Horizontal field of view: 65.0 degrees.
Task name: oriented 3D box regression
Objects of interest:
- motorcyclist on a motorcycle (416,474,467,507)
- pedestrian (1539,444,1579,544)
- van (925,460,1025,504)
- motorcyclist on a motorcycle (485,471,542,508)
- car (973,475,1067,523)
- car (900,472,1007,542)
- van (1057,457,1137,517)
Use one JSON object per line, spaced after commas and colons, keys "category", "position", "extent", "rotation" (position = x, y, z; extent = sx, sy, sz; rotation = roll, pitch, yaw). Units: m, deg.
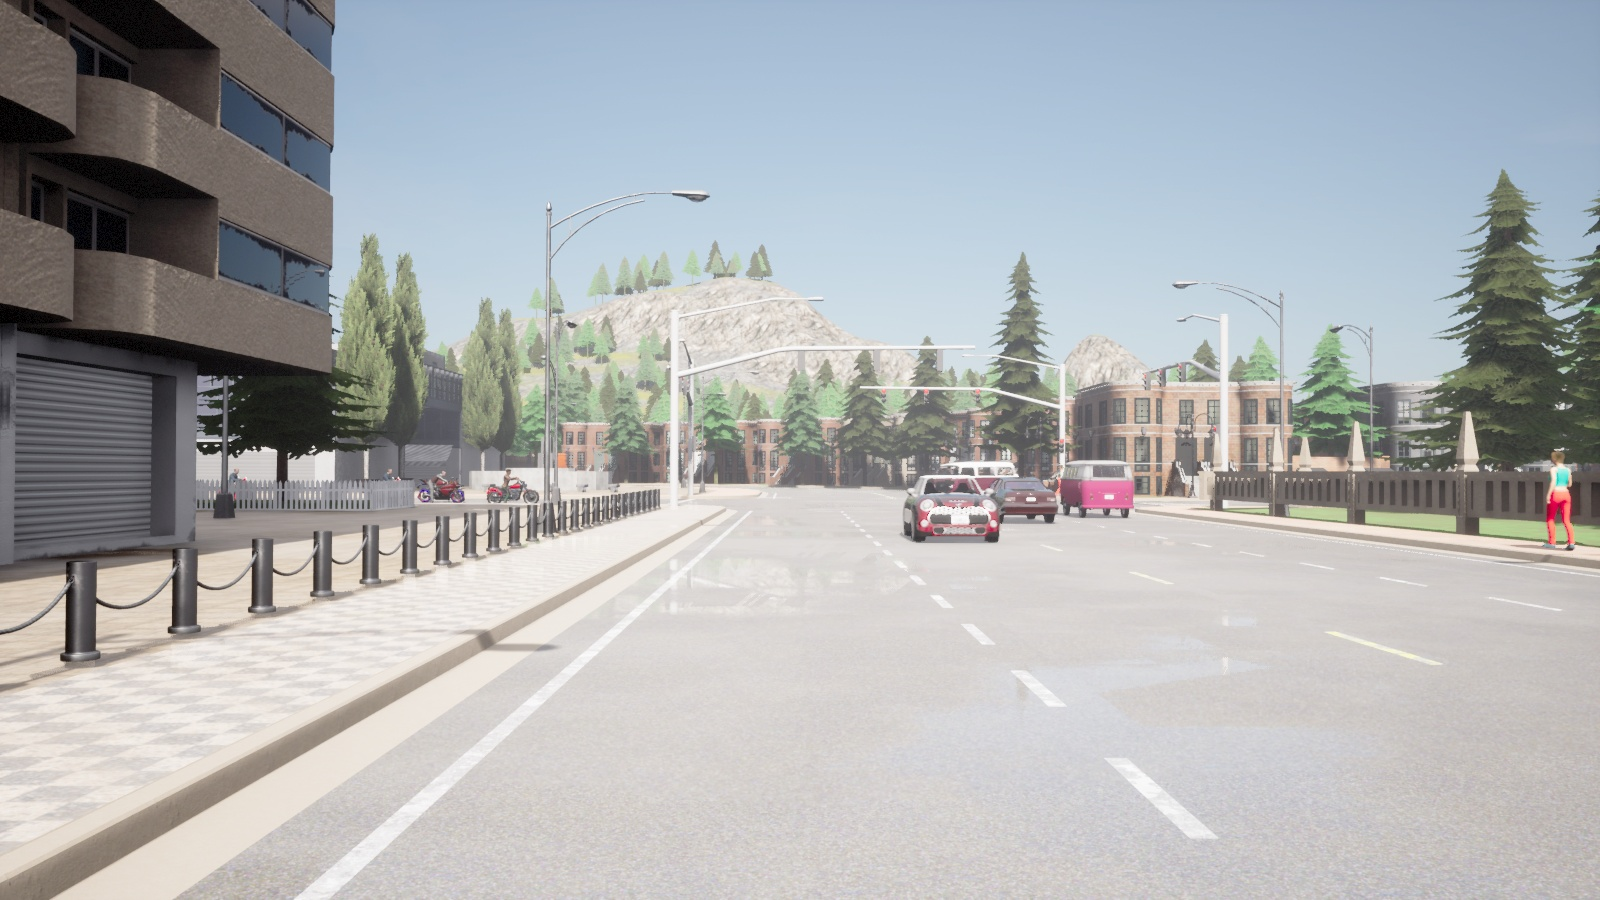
{"category": "motorcyclist on a motorcycle", "position": [-16.851, 1.906, 59.067], "extent": [2.191, 1.530, 0.866], "rotation": [0, -1, 0]}
{"category": "pedestrian", "position": [14.049, 0.806, 23.255], "extent": [0.345, 1.836, 0.594], "rotation": [0, -1, -2]}
{"category": "van", "position": [8.284, 1.497, 59.245], "extent": [4.480, 2.038, 2.069], "rotation": [0, -2, -36]}
{"category": "motorcyclist on a motorcycle", "position": [-12.683, 1.747, 55.582], "extent": [2.350, 1.649, 0.766], "rotation": [0, -1, 0]}
{"category": "car", "position": [6.898, 1.504, 39.958], "extent": [2.033, 1.411, 5.357], "rotation": [0, -1, 0]}
{"category": "car", "position": [3.427, 1.247, 28.691], "extent": [1.970, 1.475, 3.806], "rotation": [0, -1, 0]}
{"category": "van", "position": [10.387, 1.266, 44.219], "extent": [1.775, 1.987, 4.442], "rotation": [0, -1, 0]}
